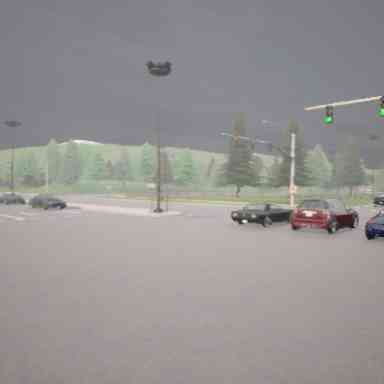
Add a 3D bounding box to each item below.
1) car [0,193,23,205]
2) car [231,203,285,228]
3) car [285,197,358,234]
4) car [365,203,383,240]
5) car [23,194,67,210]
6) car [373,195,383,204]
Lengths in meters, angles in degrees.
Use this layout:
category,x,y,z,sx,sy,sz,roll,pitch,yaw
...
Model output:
category,x,y,z,sx,sy,sz,roll,pitch,yaw
car,-21.195,0.796,39.145,4.181,1.385,1.994,1,1,45
car,4.459,1.321,19.990,1.895,1.301,4.718,1,1,44
car,7.194,1.127,17.782,2.097,1.767,4.553,1,1,44
car,9.406,1.398,15.035,1.994,1.385,4.181,1,1,44
car,-14.054,0.941,32.171,5.357,1.411,2.033,1,1,44
car,23.300,1.034,39.821,1.882,1.535,5.008,1,1,44
